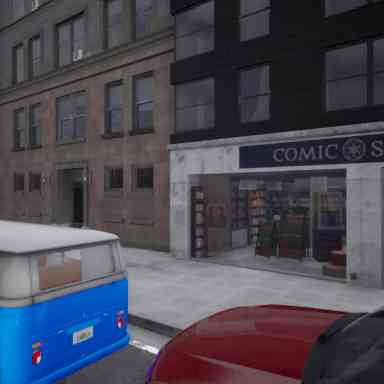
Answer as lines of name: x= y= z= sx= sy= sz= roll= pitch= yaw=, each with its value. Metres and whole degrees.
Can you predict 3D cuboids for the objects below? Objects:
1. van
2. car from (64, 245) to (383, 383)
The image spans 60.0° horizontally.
van: x=-2.704 y=1.341 z=4.743 sx=3.998 sy=1.788 sz=1.690 roll=0 pitch=0 yaw=36
car: x=1.917 y=1.315 z=1.442 sx=5.009 sy=1.841 sz=2.192 roll=0 pitch=0 yaw=36
